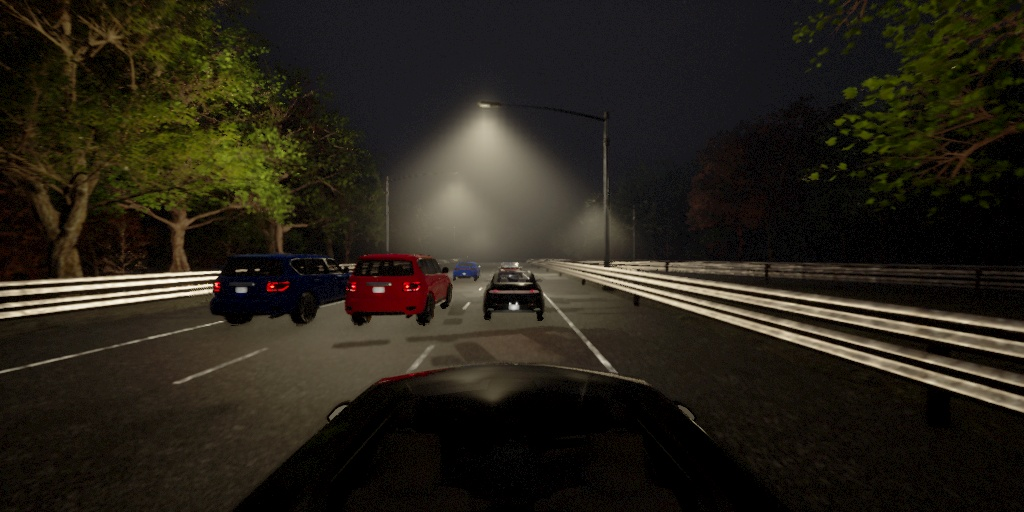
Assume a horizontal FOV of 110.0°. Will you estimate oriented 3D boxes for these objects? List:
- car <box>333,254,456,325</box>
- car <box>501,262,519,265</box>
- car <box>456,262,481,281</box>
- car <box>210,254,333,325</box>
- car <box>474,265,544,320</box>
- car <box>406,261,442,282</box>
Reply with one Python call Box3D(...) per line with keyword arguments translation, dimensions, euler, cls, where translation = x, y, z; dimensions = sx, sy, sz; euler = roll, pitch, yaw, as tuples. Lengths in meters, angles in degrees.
Box3D(translation=(-3.447, 0.960, 11.914), dimensions=(2.150, 2.045, 5.566), euler=(0, 0, 0), cls="car")
Box3D(translation=(-0.151, 1.219, 28.207), dimensions=(2.128, 1.511, 4.902), euler=(0, 0, -1), cls="car")
Box3D(translation=(-3.679, 1.206, 29.821), dimensions=(1.882, 1.535, 5.008), euler=(0, 0, -1), cls="car")
Box3D(translation=(-6.945, 0.961, 11.863), dimensions=(2.150, 2.045, 5.566), euler=(0, 0, 0), cls="car")
Box3D(translation=(0.045, 1.228, 12.543), dimensions=(2.128, 1.511, 4.902), euler=(0, 0, 0), cls="car")
Box3D(translation=(-7.179, 1.207, 29.833), dimensions=(1.882, 1.535, 5.008), euler=(0, 0, -1), cls="car")
